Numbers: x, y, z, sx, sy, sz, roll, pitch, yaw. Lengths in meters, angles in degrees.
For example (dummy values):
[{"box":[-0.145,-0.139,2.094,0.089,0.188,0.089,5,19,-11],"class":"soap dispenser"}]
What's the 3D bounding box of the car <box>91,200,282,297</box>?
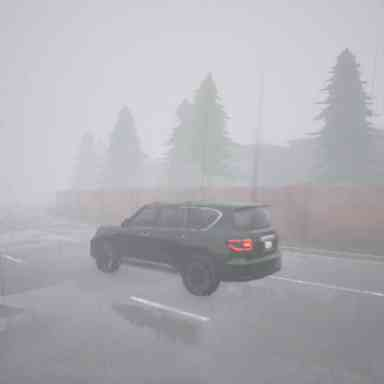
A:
[{"box":[-0.400,1.247,8.932,5.566,2.045,2.150,0,0,39],"class":"car"}]
